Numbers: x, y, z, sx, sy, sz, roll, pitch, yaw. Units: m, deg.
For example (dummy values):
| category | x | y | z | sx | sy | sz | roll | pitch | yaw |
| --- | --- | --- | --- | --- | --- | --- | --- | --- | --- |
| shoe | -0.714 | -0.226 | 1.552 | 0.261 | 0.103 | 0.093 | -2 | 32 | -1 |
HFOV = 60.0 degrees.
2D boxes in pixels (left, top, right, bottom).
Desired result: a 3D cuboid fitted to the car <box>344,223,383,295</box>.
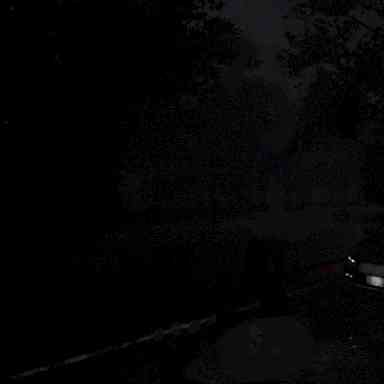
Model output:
| category | x | y | z | sx | sy | sz | roll | pitch | yaw |
| --- | --- | --- | --- | --- | --- | --- | --- | --- | --- |
| car | 5.392 | 1.206 | 7.633 | 4.902 | 1.511 | 2.128 | -6 | 3 | -36 |
